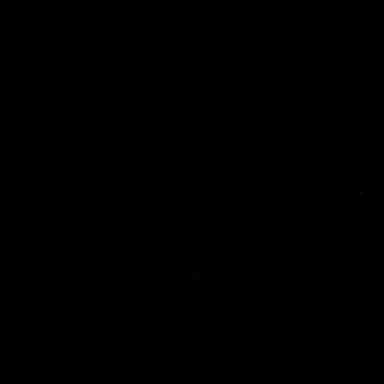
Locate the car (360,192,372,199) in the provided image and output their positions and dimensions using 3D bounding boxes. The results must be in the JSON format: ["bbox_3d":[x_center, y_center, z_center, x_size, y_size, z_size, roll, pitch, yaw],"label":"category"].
[{"bbox_3d":[40.860,0.873,78.061,1.994,1.385,4.181,0,3,32],"label":"car"}]

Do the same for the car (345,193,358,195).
[{"bbox_3d":[30.434,1.153,63.109,2.150,2.045,5.566,0,1,37],"label":"car"}]

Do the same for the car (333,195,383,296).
[{"bbox_3d":[5.297,1.233,8.244,2.150,2.045,5.566,0,0,8],"label":"car"}]
